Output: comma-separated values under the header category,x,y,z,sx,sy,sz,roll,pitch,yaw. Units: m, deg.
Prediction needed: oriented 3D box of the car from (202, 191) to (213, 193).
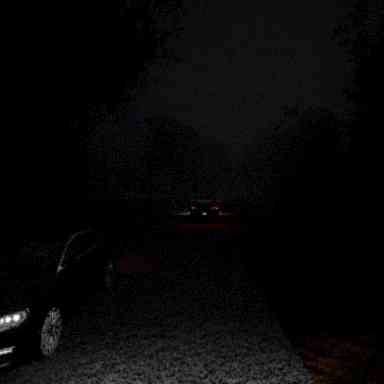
category,x,y,z,sx,sy,sz,roll,pitch,yaw
car,1.702,0.608,37.504,1.994,1.385,4.181,0,2,5

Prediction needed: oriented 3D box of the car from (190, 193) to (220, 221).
category,x,y,z,sx,sy,sz,roll,pitch,yaw
car,0.841,1.032,21.853,1.812,1.442,4.674,0,2,3

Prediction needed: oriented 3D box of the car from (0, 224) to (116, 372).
category,x,y,z,sx,sy,sz,roll,pitch,yaw
car,-2.711,1.403,5.890,2.128,1.511,4.902,1,1,1
